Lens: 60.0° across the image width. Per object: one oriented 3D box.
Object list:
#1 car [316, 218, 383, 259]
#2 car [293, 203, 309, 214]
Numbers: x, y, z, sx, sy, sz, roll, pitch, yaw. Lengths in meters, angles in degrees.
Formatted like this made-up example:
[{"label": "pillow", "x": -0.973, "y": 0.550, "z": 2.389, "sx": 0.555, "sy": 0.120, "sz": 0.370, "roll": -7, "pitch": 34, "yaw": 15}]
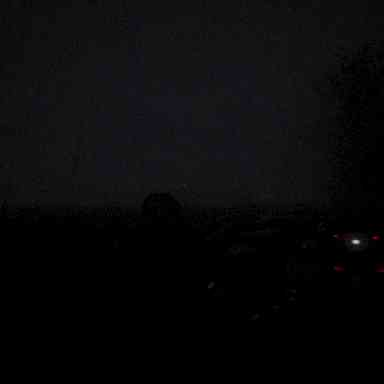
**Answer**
[{"label": "car", "x": 6.191, "y": 1.723, "z": 13.423, "sx": 1.994, "sy": 1.385, "sz": 4.181, "roll": -1, "pitch": -1, "yaw": 15}, {"label": "car", "x": 14.441, "y": 2.118, "z": 44.309, "sx": 2.033, "sy": 1.411, "sz": 5.357, "roll": -1, "pitch": -1, "yaw": 15}]
